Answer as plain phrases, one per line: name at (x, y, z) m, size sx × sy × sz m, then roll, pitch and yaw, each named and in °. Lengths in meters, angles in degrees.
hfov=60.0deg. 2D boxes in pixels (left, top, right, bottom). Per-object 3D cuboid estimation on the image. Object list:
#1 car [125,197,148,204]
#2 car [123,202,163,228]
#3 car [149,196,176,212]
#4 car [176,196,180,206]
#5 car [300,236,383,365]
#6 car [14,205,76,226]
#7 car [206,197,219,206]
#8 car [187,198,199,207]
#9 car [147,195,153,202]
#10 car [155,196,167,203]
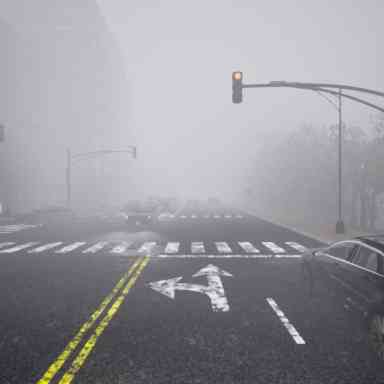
car at (-6.596, 1.569, 38.048) m, size 1.994 × 1.385 × 4.181 m, roll 0°, pitch 0°, yaw 0°
car at (-3.357, 1.642, 22.837) m, size 1.895 × 1.301 × 4.718 m, roll 0°, pitch 0°, yaw 0°
car at (-3.348, 1.497, 38.458) m, size 2.128 × 1.511 × 4.902 m, roll 0°, pitch 0°, yaw 0°
car at (-3.329, 1.540, 55.109) m, size 1.812 × 1.442 × 4.674 m, roll 0°, pitch 0°, yaw 0°
car at (3.350, 1.491, 5.650) m, size 2.128 × 1.511 × 4.902 m, roll 0°, pitch 0°, yaw 0°
car at (-10.853, 1.676, 24.713) m, size 4.181 × 1.385 × 1.994 m, roll -1°, pitch 1°, yaw -39°
car at (3.354, 1.491, 54.491) m, size 1.882 × 1.535 × 5.008 m, roll 0°, pitch 0°, yaw 0°
car at (0.105, 1.613, 52.362) m, size 1.895 × 1.301 × 4.718 m, roll 0°, pitch 0°, yaw 0°
car at (-6.585, 1.366, 54.190) m, size 2.097 × 1.767 × 4.553 m, roll 0°, pitch 0°, yaw 0°
car at (-6.495, 1.556, 69.695) m, size 2.033 × 1.411 × 5.357 m, roll 0°, pitch 0°, yaw 0°
